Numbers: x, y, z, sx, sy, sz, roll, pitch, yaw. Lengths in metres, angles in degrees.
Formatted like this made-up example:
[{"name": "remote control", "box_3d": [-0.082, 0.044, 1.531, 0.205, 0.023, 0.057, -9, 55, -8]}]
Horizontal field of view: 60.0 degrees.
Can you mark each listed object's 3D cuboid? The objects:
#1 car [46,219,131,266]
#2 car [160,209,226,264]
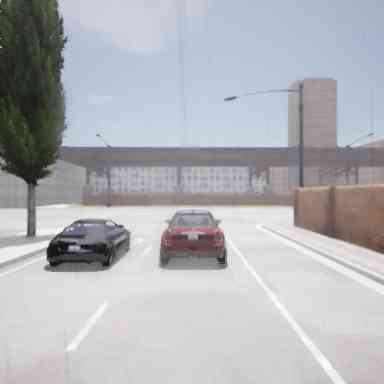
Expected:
[{"name": "car", "box_3d": [-3.449, 1.630, 11.827, 1.994, 1.385, 4.181, 0, 0, 1]}, {"name": "car", "box_3d": [0.053, 1.419, 12.328, 2.097, 1.767, 4.553, 0, 0, 0]}]
